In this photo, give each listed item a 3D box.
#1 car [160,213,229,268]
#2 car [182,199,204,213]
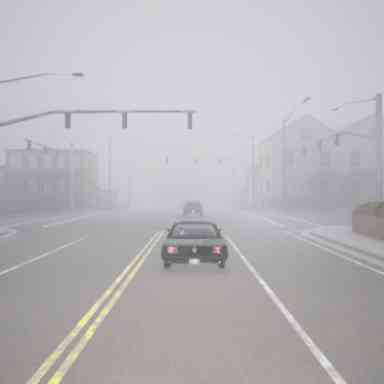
[{"bbox_3d":[0.080,1.605,11.248,1.895,1.301,4.718,0,0,0],"label":"car"},{"bbox_3d":[0.106,1.483,32.363,1.837,1.490,4.892,0,0,0],"label":"car"}]
